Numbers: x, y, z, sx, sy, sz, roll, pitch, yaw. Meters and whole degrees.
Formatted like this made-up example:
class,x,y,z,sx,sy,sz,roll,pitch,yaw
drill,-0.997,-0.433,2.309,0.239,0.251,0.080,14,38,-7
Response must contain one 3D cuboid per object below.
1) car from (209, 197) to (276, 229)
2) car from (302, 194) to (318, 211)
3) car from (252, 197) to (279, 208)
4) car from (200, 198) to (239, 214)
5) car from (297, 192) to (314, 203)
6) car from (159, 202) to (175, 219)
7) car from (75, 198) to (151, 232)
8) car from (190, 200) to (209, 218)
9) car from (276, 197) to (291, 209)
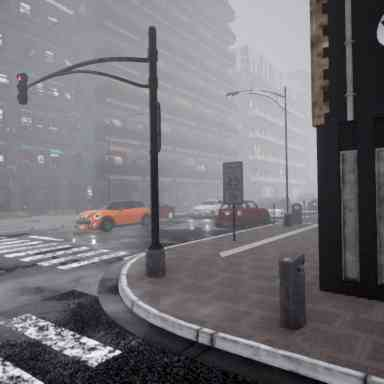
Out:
class,x,y,z,sx,sy,sz,roll,pitch,yaw
car,3.079,1.200,19.695,1.967,1.590,4.097,-1,0,36
car,12.993,1.196,33.494,1.947,1.339,4.313,-1,0,36
car,9.555,1.311,43.006,1.947,1.339,4.313,-1,0,36
car,2.885,1.384,33.848,2.008,1.369,4.403,-1,0,36
car,19.554,0.931,56.743,2.192,1.841,5.009,-1,0,36
car,-3.136,1.458,25.735,1.887,1.381,4.507,-1,0,36
car,-4.485,1.262,19.350,2.097,1.767,4.553,-1,0,36
car,1.713,1.353,27.848,1.812,1.442,4.674,-1,0,36
car,10.212,1.277,39.496,1.994,1.385,4.181,-1,0,36
